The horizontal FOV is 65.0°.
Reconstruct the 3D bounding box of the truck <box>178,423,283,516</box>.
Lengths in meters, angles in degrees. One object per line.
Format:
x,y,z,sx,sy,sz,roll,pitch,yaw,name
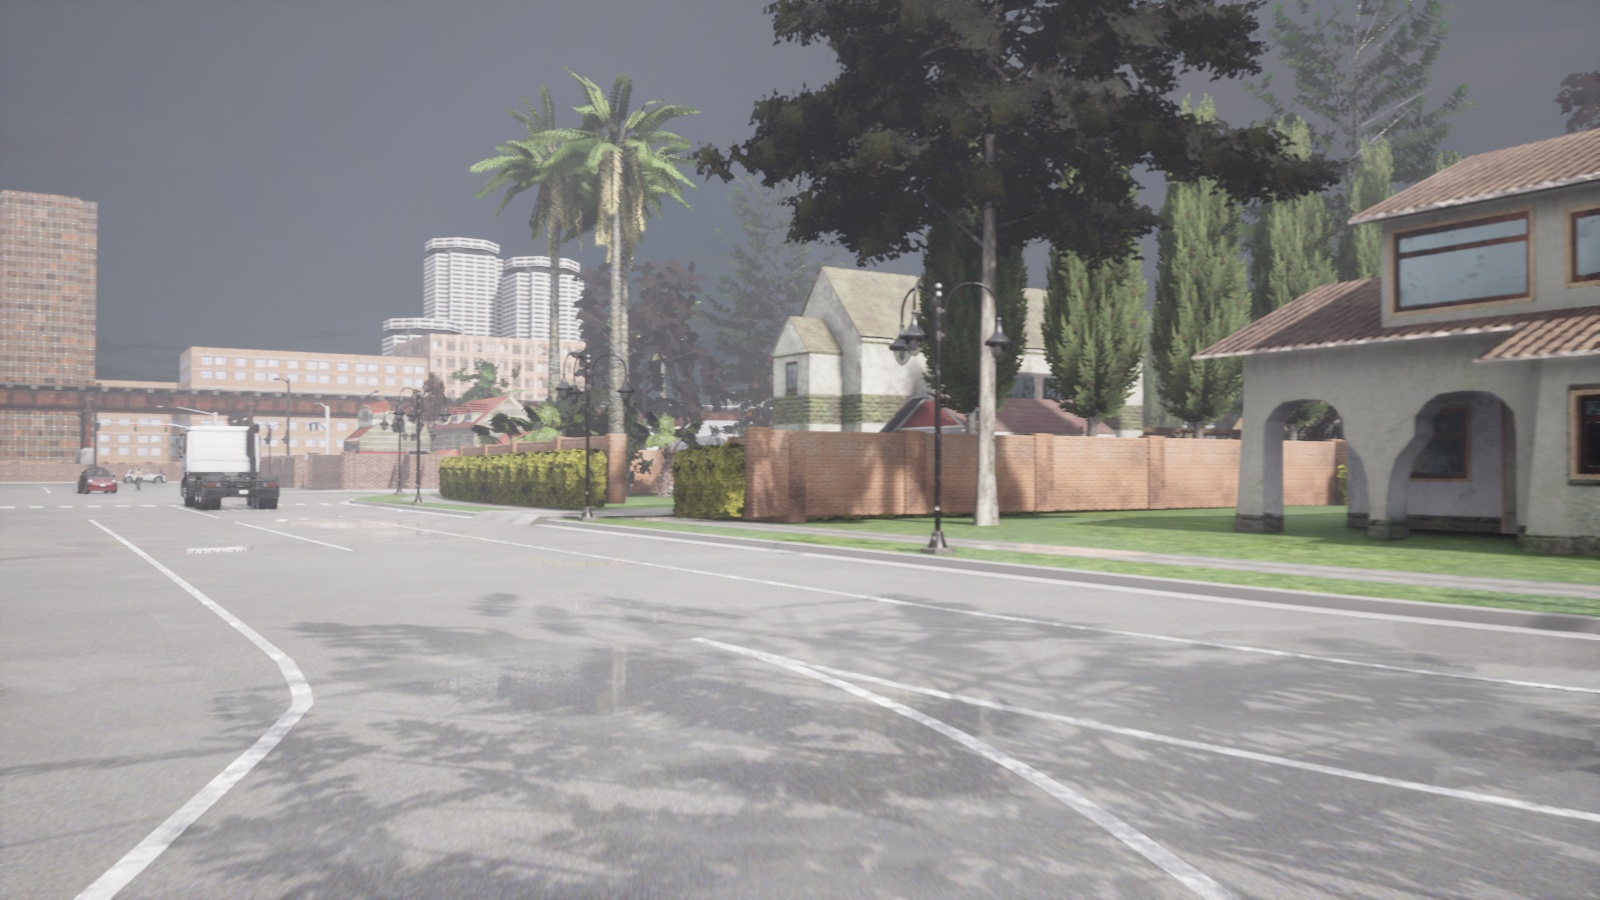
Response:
-23.134,0.791,50.767,2.891,3.462,7.936,0,-1,-32,truck

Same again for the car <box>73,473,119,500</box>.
-43.790,2.226,78.086,1.851,1.617,3.988,0,-1,-38,car
